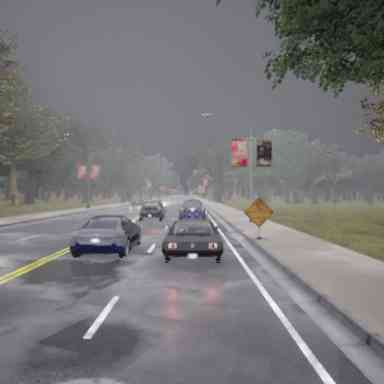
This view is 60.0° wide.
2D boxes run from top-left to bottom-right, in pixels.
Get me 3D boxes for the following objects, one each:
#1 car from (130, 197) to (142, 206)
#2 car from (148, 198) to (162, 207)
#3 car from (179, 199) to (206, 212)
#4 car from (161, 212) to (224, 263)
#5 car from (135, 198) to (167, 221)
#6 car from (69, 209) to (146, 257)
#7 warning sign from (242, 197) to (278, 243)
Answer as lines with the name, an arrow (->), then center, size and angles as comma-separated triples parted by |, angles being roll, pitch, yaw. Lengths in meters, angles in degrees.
car -> -9.778, 1.748, 58.934 | 1.837, 1.490, 4.892 | 0, 0, 1
car -> -6.527, 1.770, 58.951 | 1.812, 1.442, 4.674 | 0, 0, 1
car -> 0.051, 1.407, 27.636 | 2.097, 1.767, 4.553 | 0, 0, 0
car -> 0.042, 1.621, 12.093 | 1.895, 1.301, 4.718 | 0, 0, 0
car -> -3.200, 1.562, 27.736 | 1.837, 1.490, 4.892 | 0, 0, 1
car -> -3.198, 1.586, 13.059 | 1.994, 1.385, 4.181 | 0, 0, 0
warning sign -> 2.847, 1.138, 14.149 | 1.300, 1.860, 1.060 | 0, 0, 0
